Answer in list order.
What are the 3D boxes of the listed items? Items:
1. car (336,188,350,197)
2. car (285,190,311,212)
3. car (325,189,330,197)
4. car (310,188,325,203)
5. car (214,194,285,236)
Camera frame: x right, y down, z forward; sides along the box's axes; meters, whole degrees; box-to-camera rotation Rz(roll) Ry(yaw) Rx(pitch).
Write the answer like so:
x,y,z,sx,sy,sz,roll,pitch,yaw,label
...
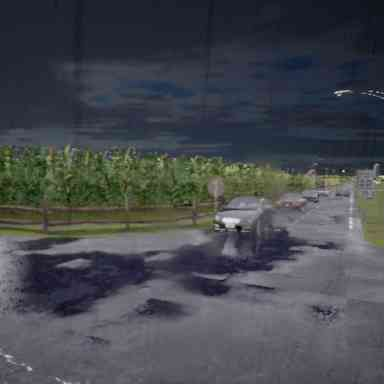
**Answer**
x,y,z,sx,sy,sz,roll,pitch,yaw,label
23.708,0.074,52.314,1.994,1.385,4.181,2,2,26,car
7.844,0.767,26.109,1.994,1.385,4.181,2,2,26,car
20.397,0.084,52.004,1.895,1.301,4.718,2,2,26,car
13.421,0.429,37.703,2.033,1.411,5.357,2,2,26,car
2.554,0.992,15.124,2.128,1.511,4.902,2,2,26,car
